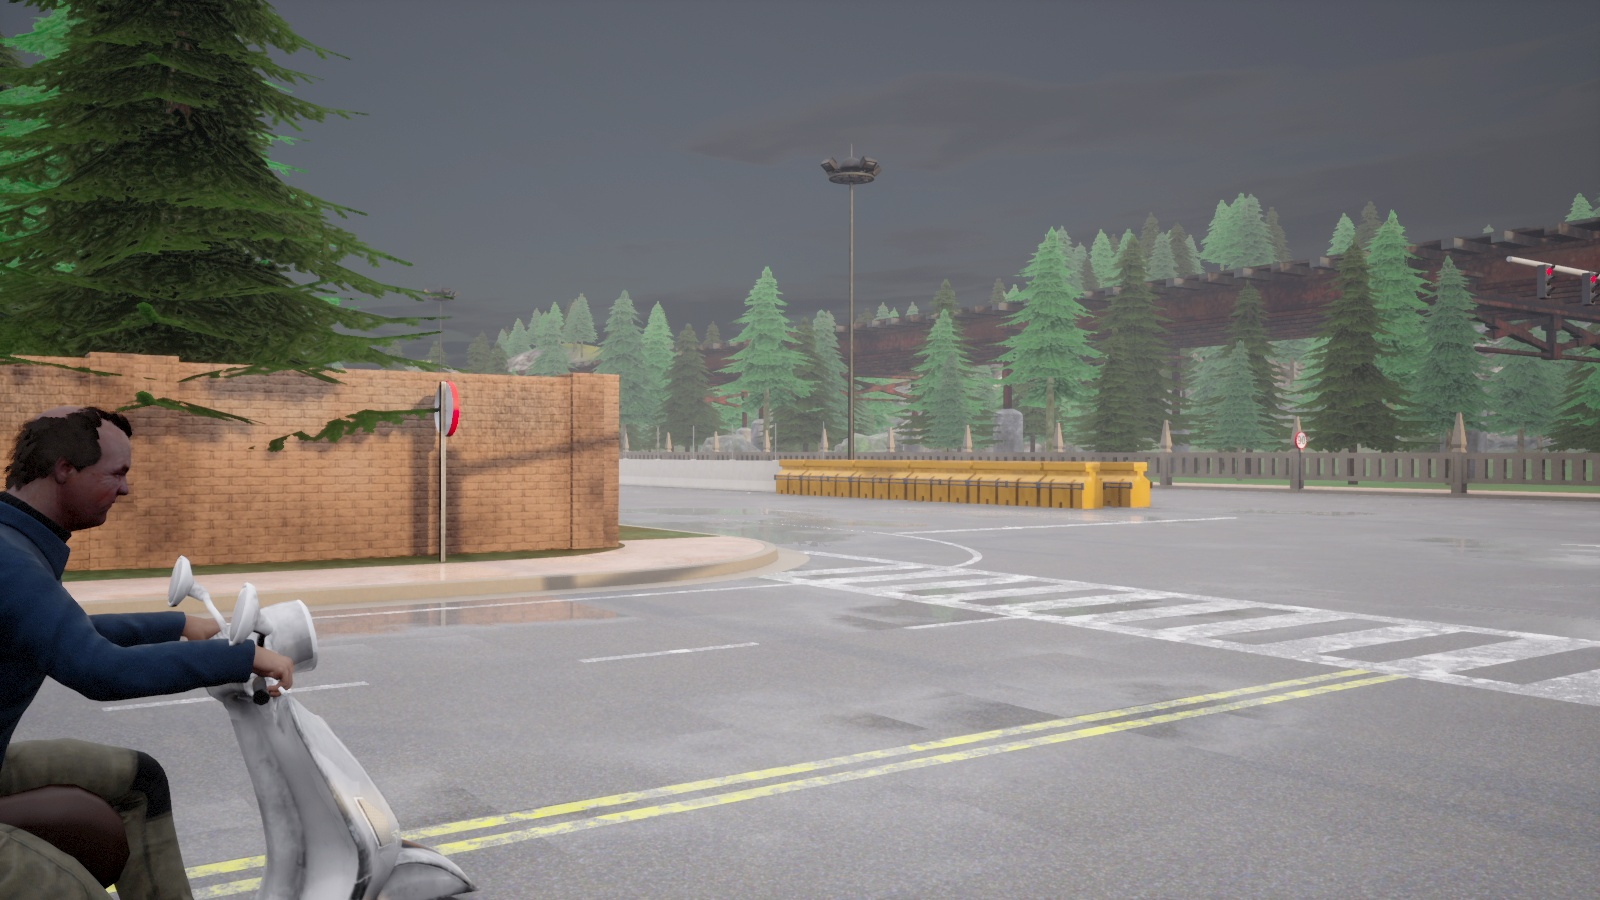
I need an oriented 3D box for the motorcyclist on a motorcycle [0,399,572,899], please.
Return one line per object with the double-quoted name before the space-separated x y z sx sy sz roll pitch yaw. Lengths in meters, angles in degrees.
"motorcyclist on a motorcycle" -1.499 0.708 2.616 1.817 1.590 0.866 0 0 -35
